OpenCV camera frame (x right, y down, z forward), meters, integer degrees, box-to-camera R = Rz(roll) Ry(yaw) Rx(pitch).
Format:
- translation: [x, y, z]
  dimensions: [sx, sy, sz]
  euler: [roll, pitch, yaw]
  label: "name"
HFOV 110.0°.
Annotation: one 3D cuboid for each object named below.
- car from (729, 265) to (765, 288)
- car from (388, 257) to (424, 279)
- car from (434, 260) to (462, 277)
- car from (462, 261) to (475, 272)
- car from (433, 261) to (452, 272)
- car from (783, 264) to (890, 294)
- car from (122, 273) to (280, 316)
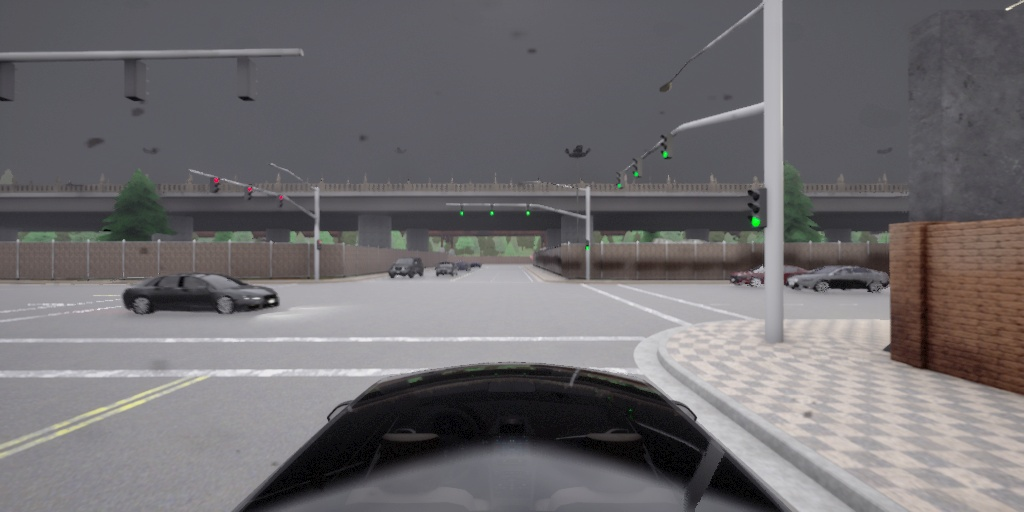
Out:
- translation: [17.107, 1.300, 23.674]
  dimensions: [5.008, 1.535, 1.882]
  euler: [0, 0, 0]
  label: "car"
- translation: [-10.597, 1.168, 36.445]
  dimensions: [2.150, 2.045, 5.566]
  euler: [0, 0, 2]
  label: "car"
- translation: [-7.094, 1.474, 39.462]
  dimensions: [1.837, 1.490, 4.892]
  euler: [0, 0, 0]
  label: "car"
- translation: [-7.092, 1.589, 52.139]
  dimensions: [2.033, 1.411, 5.357]
  euler: [0, 0, 0]
  label: "car"
- translation: [-10.583, 1.563, 54.811]
  dimensions: [1.837, 1.490, 4.892]
  euler: [0, 0, 0]
  label: "car"
- translation: [18.198, 1.293, 20.172]
  dimensions: [4.902, 1.511, 2.128]
  euler: [0, 0, 0]
  label: "car"
- translation: [-11.241, 1.385, 13.137]
  dimensions: [4.892, 1.490, 1.837]
  euler: [1, 0, 0]
  label: "car"
